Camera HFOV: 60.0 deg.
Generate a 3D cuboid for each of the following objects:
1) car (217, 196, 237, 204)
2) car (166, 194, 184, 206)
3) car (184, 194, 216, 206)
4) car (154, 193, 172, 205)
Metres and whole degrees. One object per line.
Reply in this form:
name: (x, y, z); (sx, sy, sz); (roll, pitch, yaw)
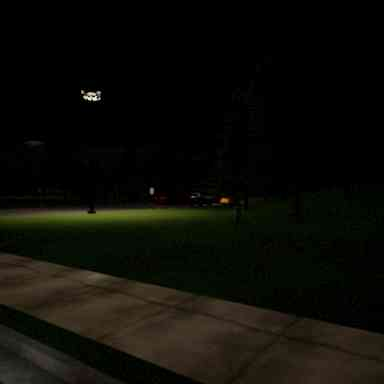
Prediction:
car: (7.202, 1.470, 62.078); (1.882, 1.535, 5.008); (0, 0, 36)
car: (-1.664, 1.496, 55.810); (1.837, 1.490, 4.892); (0, 0, 37)
car: (1.373, 1.470, 54.026); (1.882, 1.535, 5.008); (0, 0, 37)
car: (-4.173, 1.211, 58.294); (2.150, 2.045, 5.566); (0, 0, 36)
